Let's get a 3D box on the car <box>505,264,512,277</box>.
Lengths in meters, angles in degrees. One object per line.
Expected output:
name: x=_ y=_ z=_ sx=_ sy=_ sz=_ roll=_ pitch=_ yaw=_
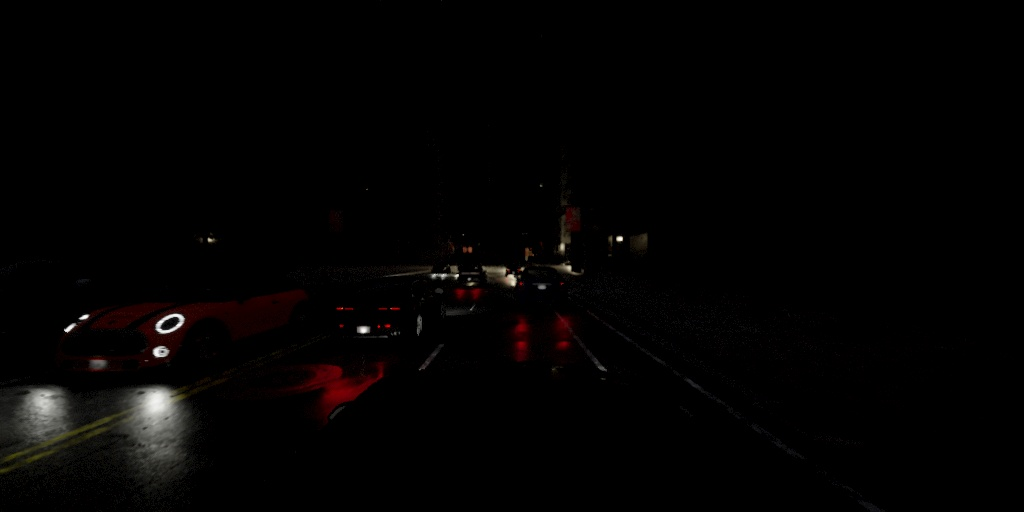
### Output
car: x=0.206 y=1.634 z=41.168 sx=1.812 sy=1.442 sz=4.674 roll=0 pitch=-1 yaw=1

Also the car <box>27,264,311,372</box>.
car: x=-6.592 y=1.159 z=7.964 sx=2.097 sy=1.767 sz=4.553 roll=0 pitch=-1 yaw=0

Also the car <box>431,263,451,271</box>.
car: x=-9.614 y=1.726 z=49.009 sx=2.033 sy=1.411 sz=5.357 roll=0 pitch=0 yaw=0

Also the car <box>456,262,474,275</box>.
car: x=-6.360 y=1.657 z=49.068 sx=1.882 sy=1.535 sz=5.008 roll=0 pitch=0 yaw=1

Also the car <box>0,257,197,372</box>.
car: x=-9.846 y=1.030 z=8.127 sx=2.150 sy=2.045 sz=5.566 roll=0 pitch=-1 yaw=0

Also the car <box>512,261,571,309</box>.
car: x=1.163 y=1.229 z=15.857 sx=2.097 sy=1.767 sz=4.553 roll=0 pitch=-1 yaw=0

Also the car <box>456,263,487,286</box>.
car: x=-3.050 y=1.482 z=28.213 sx=2.128 sy=1.511 sz=4.902 roll=0 pitch=-1 yaw=0

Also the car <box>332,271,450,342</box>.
car: x=-3.139 y=1.330 z=10.009 sx=1.837 sy=1.490 sz=4.892 roll=0 pitch=-1 yaw=0
